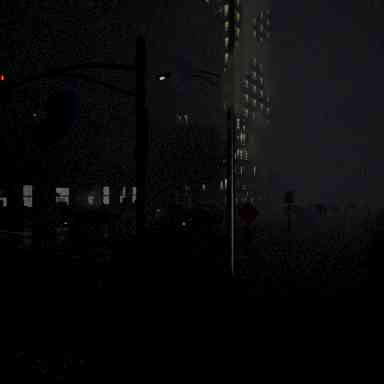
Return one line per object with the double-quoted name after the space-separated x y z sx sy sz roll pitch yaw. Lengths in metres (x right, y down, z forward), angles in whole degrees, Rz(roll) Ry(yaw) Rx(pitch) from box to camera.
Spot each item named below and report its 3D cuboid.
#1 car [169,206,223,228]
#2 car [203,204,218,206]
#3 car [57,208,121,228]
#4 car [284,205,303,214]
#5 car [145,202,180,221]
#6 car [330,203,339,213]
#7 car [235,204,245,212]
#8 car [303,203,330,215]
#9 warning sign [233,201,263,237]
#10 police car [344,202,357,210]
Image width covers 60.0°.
0.606 2.016 25.691 1.895 1.301 4.718 0 -1 32 "car"
2.079 2.169 40.425 1.812 1.442 4.674 0 -1 33 "car"
-7.694 1.921 25.234 1.895 1.301 4.718 0 -1 33 "car"
14.843 2.488 47.974 1.895 1.301 4.718 0 -1 33 "car"
-2.779 1.835 32.877 2.097 1.767 4.553 0 -1 33 "car"
22.516 2.529 53.841 1.882 1.535 5.008 0 -1 33 "car"
7.508 2.386 48.802 1.994 1.385 4.181 0 -1 34 "car"
16.987 2.375 45.226 1.837 1.490 4.892 0 -1 33 "car"
3.123 1.454 18.543 1.300 1.860 1.060 1 1 33 "warning sign"
31.476 2.738 65.848 1.930 1.638 5.238 0 -1 33 "police car"
